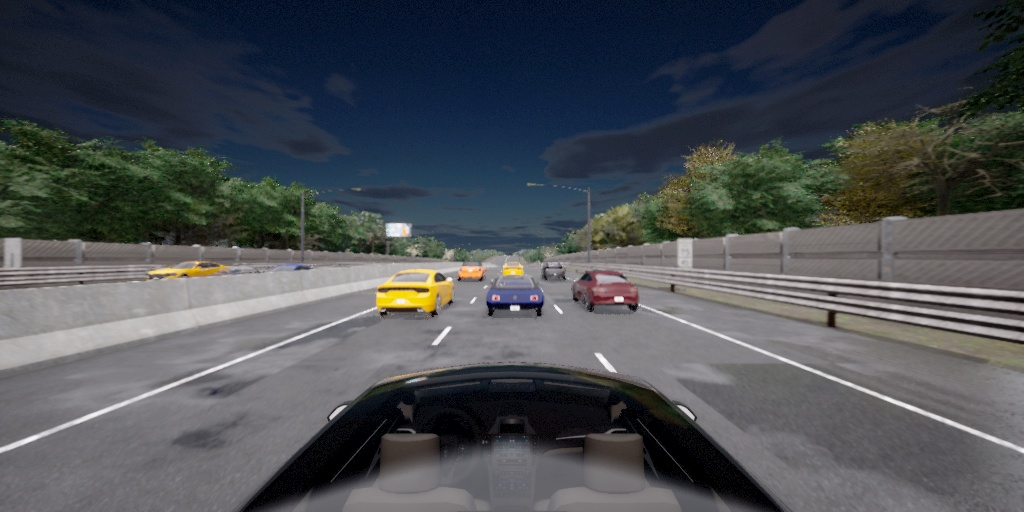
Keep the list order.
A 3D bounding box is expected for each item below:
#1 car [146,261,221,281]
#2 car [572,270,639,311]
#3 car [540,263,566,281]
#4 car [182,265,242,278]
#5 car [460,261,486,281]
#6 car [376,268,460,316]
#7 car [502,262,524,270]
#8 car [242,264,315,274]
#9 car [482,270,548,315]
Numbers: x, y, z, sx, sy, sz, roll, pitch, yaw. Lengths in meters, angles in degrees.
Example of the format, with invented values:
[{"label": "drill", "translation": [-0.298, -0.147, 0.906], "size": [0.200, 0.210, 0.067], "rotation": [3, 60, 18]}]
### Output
[{"label": "car", "translation": [-21.001, 1.080, 23.621], "size": [1.882, 1.535, 5.008], "rotation": [0, 0, 0]}, {"label": "car", "translation": [3.600, 1.288, 14.346], "size": [1.812, 1.442, 4.674], "rotation": [0, 0, 0]}, {"label": "car", "translation": [3.599, 1.347, 31.998], "size": [2.128, 1.511, 4.902], "rotation": [0, 0, 0]}, {"label": "car", "translation": [-17.511, 1.393, 22.596], "size": [1.895, 1.301, 4.718], "rotation": [0, 0, 0]}, {"label": "car", "translation": [-3.401, 1.202, 31.382], "size": [2.097, 1.767, 4.553], "rotation": [0, 0, 0]}, {"label": "car", "translation": [-3.389, 1.238, 13.426], "size": [1.882, 1.535, 5.008], "rotation": [0, 0, 0]}, {"label": "car", "translation": [0.099, 1.355, 34.506], "size": [1.882, 1.535, 5.008], "rotation": [0, -1, 0]}, {"label": "car", "translation": [-14.013, 1.270, 22.551], "size": [1.882, 1.535, 5.008], "rotation": [0, -1, 0]}, {"label": "car", "translation": [0.099, 1.362, 13.527], "size": [1.895, 1.301, 4.718], "rotation": [0, 0, 0]}]
